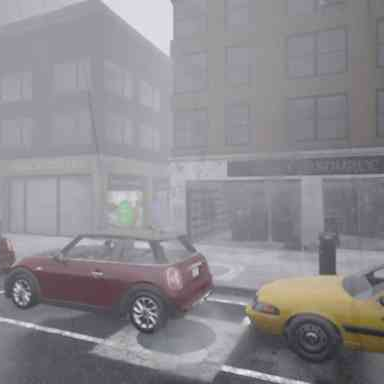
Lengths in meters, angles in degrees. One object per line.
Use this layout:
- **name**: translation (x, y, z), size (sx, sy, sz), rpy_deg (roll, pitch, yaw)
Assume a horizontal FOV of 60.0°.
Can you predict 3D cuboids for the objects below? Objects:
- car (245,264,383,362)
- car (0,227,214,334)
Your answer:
- **car**: translation (3.195, 1.529, 4.537), size (4.829, 1.417, 1.752), rpy_deg (0, 0, 23)
- **car**: translation (-1.723, 1.445, 6.652), size (4.097, 1.590, 1.967), rpy_deg (0, 0, 23)
